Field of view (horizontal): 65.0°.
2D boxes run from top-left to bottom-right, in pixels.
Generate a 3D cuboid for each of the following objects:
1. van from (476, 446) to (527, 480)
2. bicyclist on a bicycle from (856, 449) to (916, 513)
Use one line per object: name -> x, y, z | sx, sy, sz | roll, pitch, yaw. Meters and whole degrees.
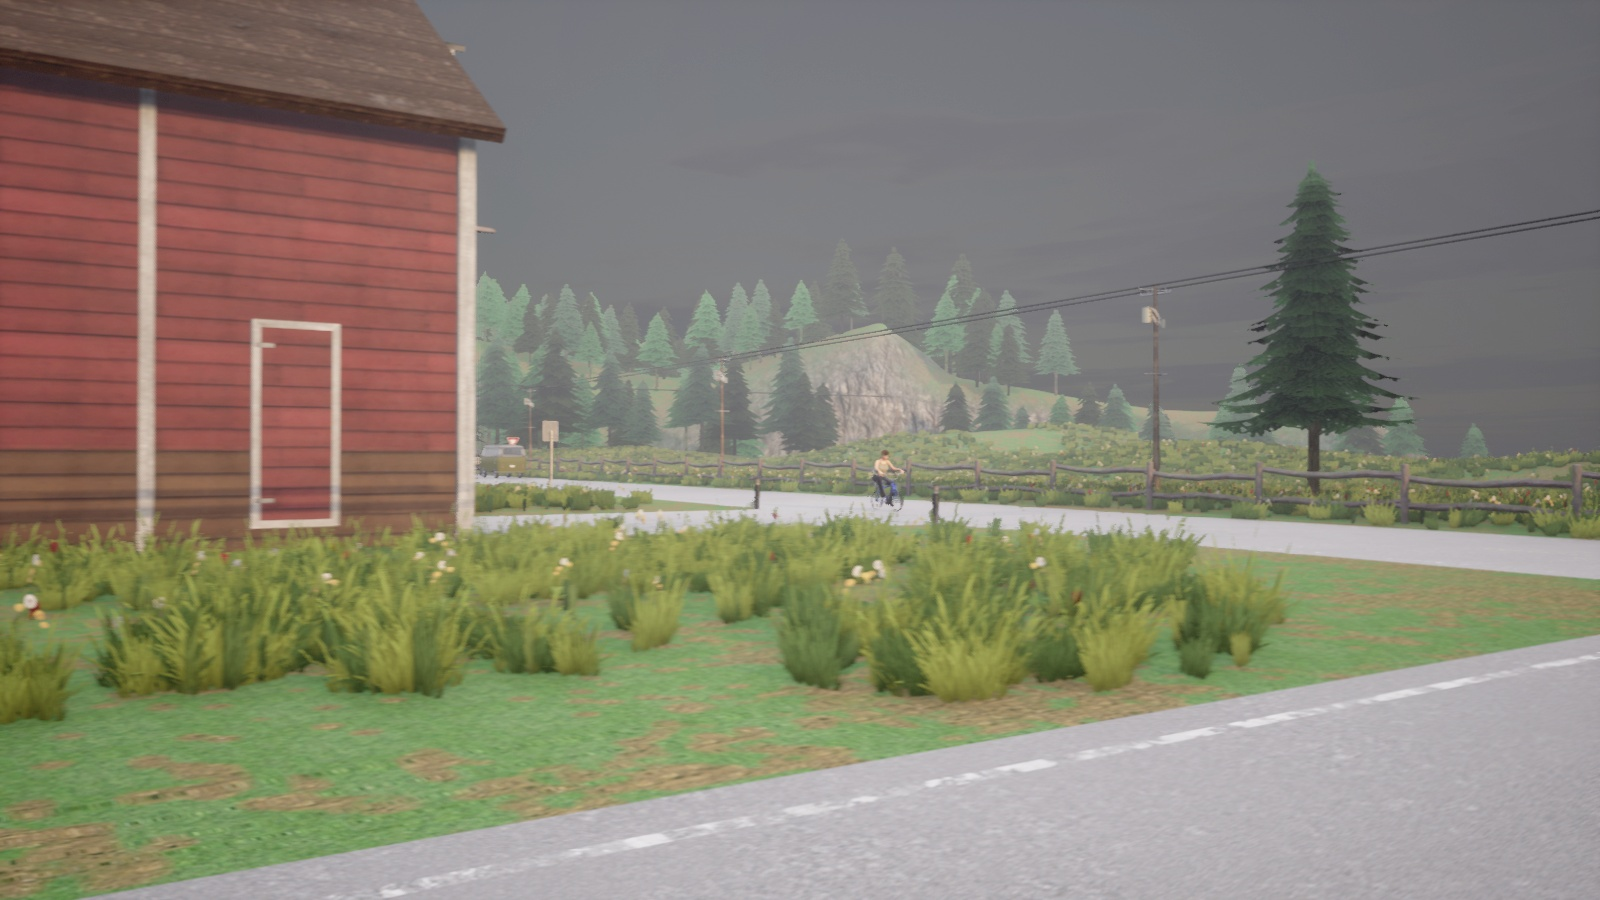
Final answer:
van -> -17.777, 0.759, 74.699 | 1.775, 1.987, 4.442 | 0, 0, -29
bicyclist on a bicycle -> 2.231, 0.786, 32.613 | 0.866, 1.612, 1.509 | 0, 0, -29
